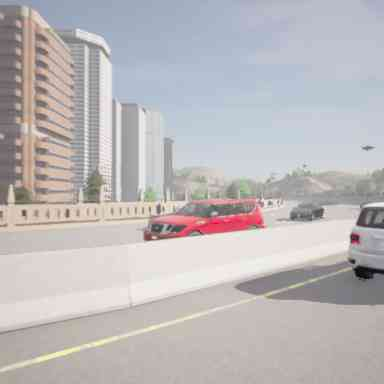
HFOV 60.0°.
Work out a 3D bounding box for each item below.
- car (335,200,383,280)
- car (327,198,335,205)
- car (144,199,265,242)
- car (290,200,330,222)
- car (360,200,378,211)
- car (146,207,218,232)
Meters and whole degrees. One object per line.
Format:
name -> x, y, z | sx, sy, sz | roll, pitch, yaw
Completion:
car -> 6.318, 1.282, 9.135 | 5.566, 2.045, 2.150 | 0, 0, -42
car -> 27.508, 1.934, 65.857 | 2.128, 1.511, 4.902 | 0, 0, 12
car -> 0.721, 1.307, 13.768 | 5.566, 2.045, 2.150 | 0, 0, -41
car -> 10.042, 1.686, 28.739 | 1.837, 1.490, 4.892 | 0, 0, 37
car -> 25.200, 1.904, 47.452 | 1.895, 1.301, 4.718 | 0, 0, 24
car -> -0.552, 1.735, 22.101 | 4.718, 1.301, 1.895 | 0, 0, -44
